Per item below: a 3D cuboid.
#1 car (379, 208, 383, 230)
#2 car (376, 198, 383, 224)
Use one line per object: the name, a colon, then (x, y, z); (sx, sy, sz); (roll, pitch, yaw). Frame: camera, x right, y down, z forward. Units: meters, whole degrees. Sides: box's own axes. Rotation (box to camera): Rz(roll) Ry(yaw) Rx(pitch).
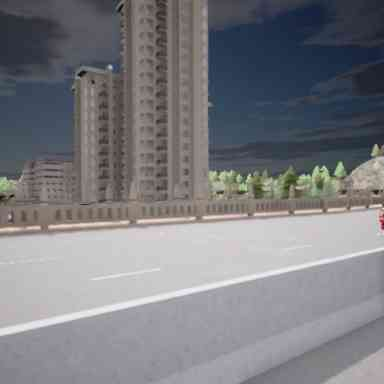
car: (11.749, 1.173, 16.678); (5.566, 2.045, 2.150); (0, 0, -36)
car: (15.130, 1.293, 23.476); (4.553, 1.767, 2.097); (0, 0, -36)
